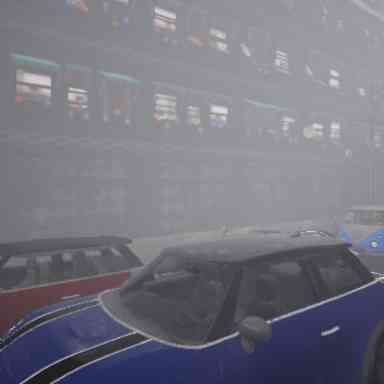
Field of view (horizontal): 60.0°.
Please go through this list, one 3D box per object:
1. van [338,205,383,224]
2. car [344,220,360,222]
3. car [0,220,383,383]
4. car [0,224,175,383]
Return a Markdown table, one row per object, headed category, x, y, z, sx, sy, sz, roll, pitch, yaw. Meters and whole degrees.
| category | x | y | z | sx | sy | sz | roll | pitch | yaw |
| --- | --- | --- | --- | --- | --- | --- | --- | --- | --- |
| van | 6.616 | 1.311 | 11.254 | 3.998 | 1.788 | 1.690 | 0 | -1 | -35 |
| car | 2.058 | 1.535 | 7.999 | 4.403 | 1.369 | 2.008 | 0 | -1 | -35 |
| car | 0.259 | 1.346 | 3.562 | 4.553 | 1.767 | 2.097 | 0 | 0 | -35 |
| car | -2.504 | 1.439 | 4.747 | 4.097 | 1.590 | 1.967 | 0 | -1 | -35 |
